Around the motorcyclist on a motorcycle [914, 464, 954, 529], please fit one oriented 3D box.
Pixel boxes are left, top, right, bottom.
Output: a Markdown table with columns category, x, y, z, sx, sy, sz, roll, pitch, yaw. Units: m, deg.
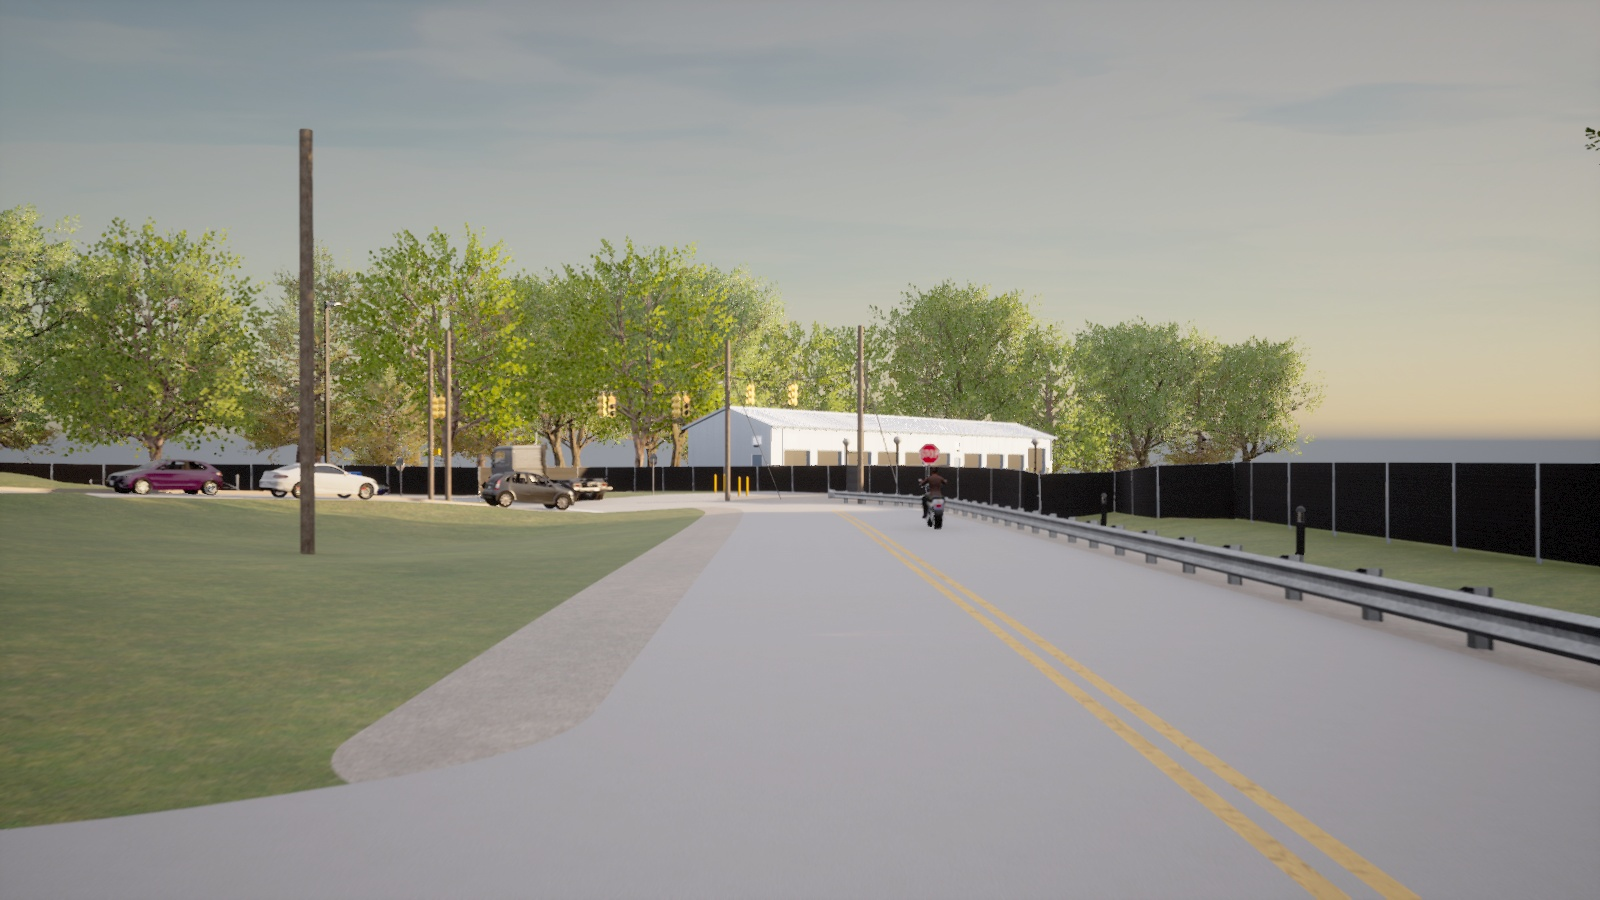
| category | x | y | z | sx | sy | sz | roll | pitch | yaw |
| --- | --- | --- | --- | --- | --- | --- | --- | --- | --- |
| motorcyclist on a motorcycle | 3.490 | 1.196 | 32.818 | 0.766 | 1.649 | 2.350 | 0 | -1 | 0 |

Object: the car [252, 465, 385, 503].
| category | x | y | z | sx | sy | sz | roll | pitch | yaw |
| --- | --- | --- | --- | --- | --- | --- | --- | --- | --- |
| car | -19.304 | 1.370 | 50.561 | 1.812 | 1.442 | 4.674 | 0 | -2 | 39 |

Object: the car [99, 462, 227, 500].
| category | x | y | z | sx | sy | sz | roll | pitch | yaw |
| --- | --- | --- | --- | --- | --- | --- | --- | --- | --- |
| car | -25.591 | 1.252 | 50.535 | 1.816 | 1.474 | 4.193 | 0 | -2 | 37 |

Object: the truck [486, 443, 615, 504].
| category | x | y | z | sx | sy | sz | roll | pitch | yaw |
| --- | --- | --- | --- | --- | --- | --- | --- | --- | --- |
| truck | -15.041 | 1.409 | 75.396 | 7.936 | 3.462 | 2.891 | -1 | 0 | 36 |

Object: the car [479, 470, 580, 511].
| category | x | y | z | sx | sy | sz | roll | pitch | yaw |
| --- | --- | --- | --- | --- | --- | --- | --- | --- | --- |
| car | -12.155 | 1.836 | 56.482 | 3.988 | 1.617 | 1.851 | 4 | -2 | -33 |
